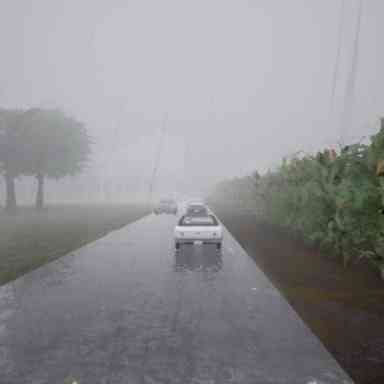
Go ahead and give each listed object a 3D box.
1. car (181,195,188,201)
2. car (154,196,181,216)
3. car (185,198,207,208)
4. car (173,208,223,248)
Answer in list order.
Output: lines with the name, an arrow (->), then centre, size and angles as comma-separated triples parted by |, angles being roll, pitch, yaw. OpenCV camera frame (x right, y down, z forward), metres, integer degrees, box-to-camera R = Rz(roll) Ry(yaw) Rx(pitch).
car -> -1.859, 1.526, 74.468 | 2.128, 1.511, 4.902 | 0, 0, 1
car -> -2.455, 1.377, 32.915 | 2.097, 1.767, 4.553 | 0, 0, 1
car -> 0.477, 1.548, 32.457 | 1.812, 1.442, 4.674 | 0, 0, 1
car -> 0.267, 1.606, 14.677 | 1.895, 1.301, 4.718 | 0, 0, 1
